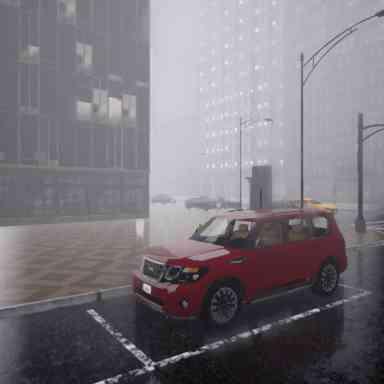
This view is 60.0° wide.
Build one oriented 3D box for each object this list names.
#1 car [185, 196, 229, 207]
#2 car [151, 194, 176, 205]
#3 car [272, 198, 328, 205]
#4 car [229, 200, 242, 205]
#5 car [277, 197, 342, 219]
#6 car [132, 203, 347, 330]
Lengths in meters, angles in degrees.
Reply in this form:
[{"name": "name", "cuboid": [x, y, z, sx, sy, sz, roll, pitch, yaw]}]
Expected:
[{"name": "car", "cuboid": [1.185, 1.157, 34.833, 2.128, 1.511, 4.902, 0, 1, -37]}, {"name": "car", "cuboid": [-4.098, 0.999, 47.451, 2.128, 1.511, 4.902, 0, 1, -36]}, {"name": "car", "cuboid": [7.655, 1.347, 26.099, 2.033, 1.411, 5.357, 0, 1, -37]}, {"name": "car", "cuboid": [3.407, 1.266, 37.293, 1.895, 1.301, 4.718, 0, 1, -37]}, {"name": "car", "cuboid": [9.940, 1.278, 28.474, 1.882, 1.535, 5.008, 0, 1, -37]}, {"name": "car", "cuboid": [1.285, 1.316, 7.092, 5.009, 1.841, 2.192, 0, 0, -35]}]
